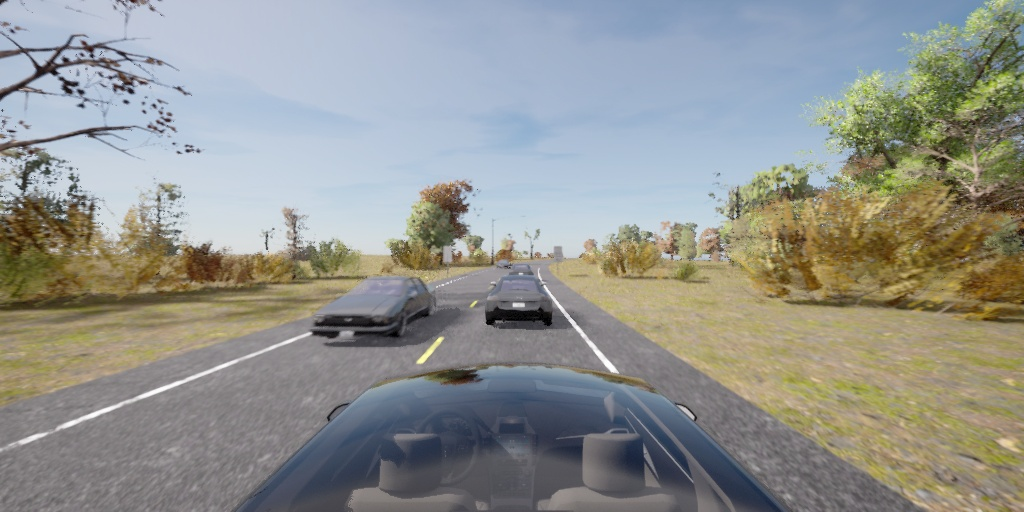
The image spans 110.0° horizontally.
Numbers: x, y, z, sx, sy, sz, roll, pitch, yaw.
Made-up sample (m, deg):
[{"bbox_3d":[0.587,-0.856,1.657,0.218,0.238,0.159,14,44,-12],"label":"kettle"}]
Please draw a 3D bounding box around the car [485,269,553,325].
[{"bbox_3d":[0.220,1.316,11.860,1.994,1.385,4.181,0,0,1],"label":"car"}]

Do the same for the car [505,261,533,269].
[{"bbox_3d":[0.776,1.317,29.401,1.994,1.385,4.181,0,0,3],"label":"car"}]

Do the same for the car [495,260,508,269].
[{"bbox_3d":[-1.279,1.273,54.365,1.812,1.442,4.674,0,0,5],"label":"car"}]

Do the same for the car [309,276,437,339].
[{"bbox_3d":[-3.532,1.297,10.387,2.033,1.411,5.357,0,0,1],"label":"car"}]
